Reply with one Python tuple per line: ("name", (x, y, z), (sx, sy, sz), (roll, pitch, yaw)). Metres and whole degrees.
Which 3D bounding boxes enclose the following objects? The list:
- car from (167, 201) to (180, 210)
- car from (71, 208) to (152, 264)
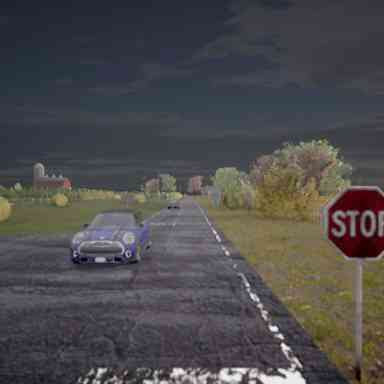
("car", (-2.766, 2.005, 50.406), (2.033, 1.411, 5.357), (0, -1, 0))
("car", (-2.752, 1.448, 12.232), (2.097, 1.767, 4.553), (0, 0, 0))
